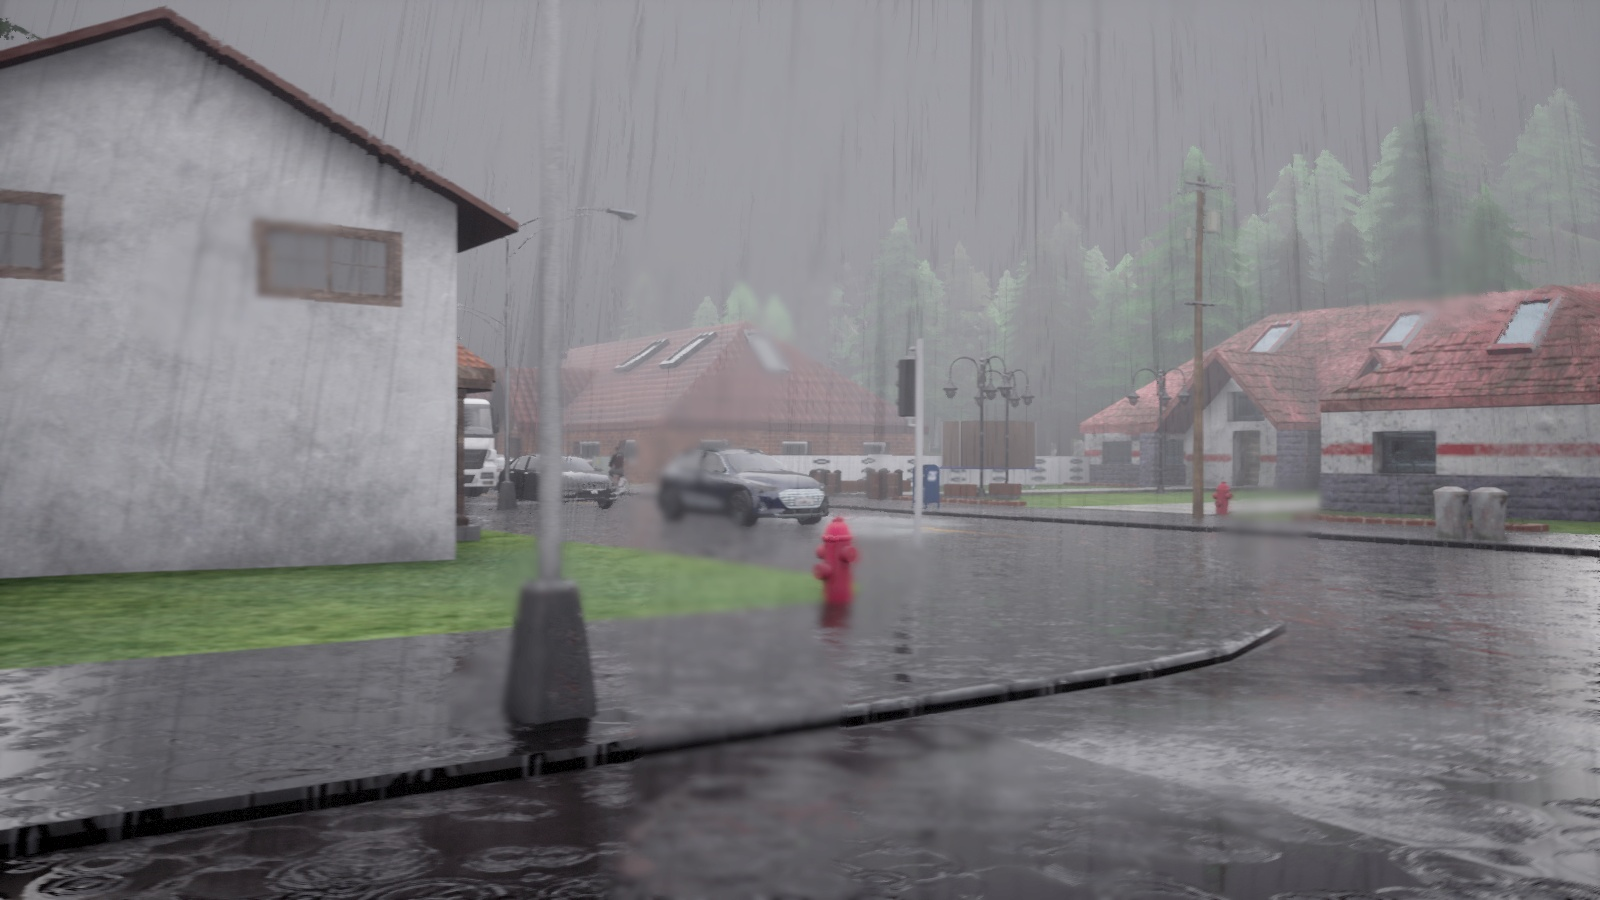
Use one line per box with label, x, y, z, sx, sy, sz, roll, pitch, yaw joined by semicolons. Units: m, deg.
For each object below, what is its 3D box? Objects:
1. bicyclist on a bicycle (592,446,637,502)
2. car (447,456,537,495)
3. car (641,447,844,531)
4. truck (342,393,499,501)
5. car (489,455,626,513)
bicyclist on a bicycle;-5.997;0.761;40.513;0.659;1.776;1.843;0;0;-35
car;-12.068;0.951;49.060;1.812;1.442;4.674;0;0;-35
car;-1.350;0.770;27.053;2.033;1.649;4.856;0;0;-36
truck;-13.481;-0.073;44.147;2.891;3.462;7.936;0;0;-35
car;-6.783;0.876;34.711;1.837;1.490;4.892;0;0;-35
